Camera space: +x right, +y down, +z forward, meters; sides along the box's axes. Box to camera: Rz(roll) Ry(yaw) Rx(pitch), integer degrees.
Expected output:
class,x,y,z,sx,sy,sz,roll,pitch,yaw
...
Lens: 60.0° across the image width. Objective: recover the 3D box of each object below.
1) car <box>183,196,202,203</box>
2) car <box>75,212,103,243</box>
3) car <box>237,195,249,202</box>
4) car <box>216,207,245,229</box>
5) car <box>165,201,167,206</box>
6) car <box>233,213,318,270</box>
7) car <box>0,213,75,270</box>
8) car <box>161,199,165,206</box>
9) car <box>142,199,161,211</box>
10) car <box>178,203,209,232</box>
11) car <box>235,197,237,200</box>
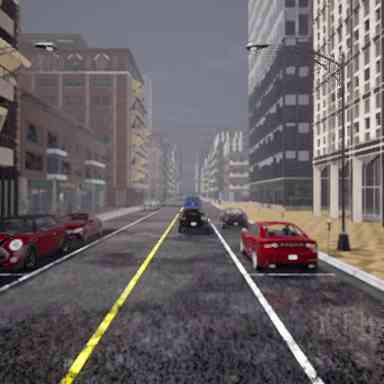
class,x,y,z,sx,sy,sz,roll,pitch,yaw
car,0.085,1.494,40.764,2.150,2.045,5.566,0,0,0
car,-5.699,1.691,16.729,1.802,1.307,4.206,0,0,0
car,14.659,1.602,83.510,5.009,1.841,2.192,-1,1,-1
car,2.679,1.697,22.382,2.008,1.369,4.403,0,0,0
car,-5.768,2.014,63.537,1.802,1.307,4.206,0,0,0
car,2.684,1.617,11.084,1.887,1.381,4.507,0,0,0
car,-5.696,1.513,11.082,1.967,1.590,4.097,0,0,0
car,-5.712,1.891,50.620,2.008,1.369,4.403,0,0,0
car,-5.711,1.852,44.972,2.008,1.369,4.403,0,0,0
car,0.090,1.664,21.129,1.812,1.442,4.674,0,0,0
car,14.521,1.647,91.888,5.009,1.841,2.192,-1,1,-1
